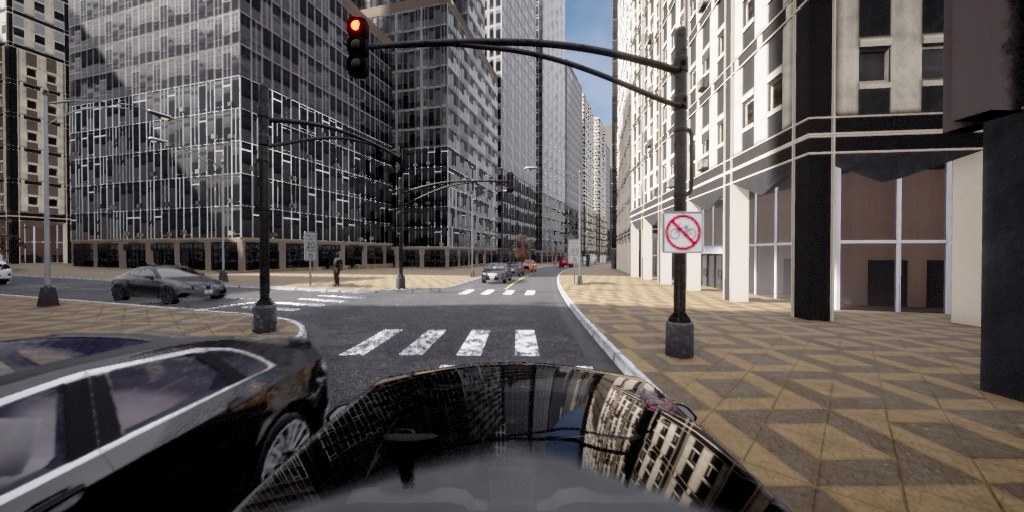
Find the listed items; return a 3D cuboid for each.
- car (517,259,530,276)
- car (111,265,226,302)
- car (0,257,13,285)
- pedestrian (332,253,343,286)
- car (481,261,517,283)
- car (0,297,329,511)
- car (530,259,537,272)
[{"bbox_3d":[0.230,1.311,37.675,2.128,1.511,4.902,0,0,9],"label":"car"},{"bbox_3d":[-14.110,1.110,14.701,4.674,1.442,1.812,1,1,16],"label":"car"},{"bbox_3d":[-30.056,0.581,19.373,5.566,2.045,2.150,0,1,16],"label":"car"},{"bbox_3d":[-9.523,0.716,19.461,0.375,1.860,0.375,0,0,16],"label":"pedestrian"},{"bbox_3d":[-1.116,1.276,28.193,2.128,1.511,4.902,0,0,7],"label":"car"},{"bbox_3d":[-2.711,1.242,1.489,2.128,1.511,4.902,0,0,1],"label":"car"},{"bbox_3d":[2.010,1.220,47.454,2.097,1.767,4.553,0,0,12],"label":"car"}]
